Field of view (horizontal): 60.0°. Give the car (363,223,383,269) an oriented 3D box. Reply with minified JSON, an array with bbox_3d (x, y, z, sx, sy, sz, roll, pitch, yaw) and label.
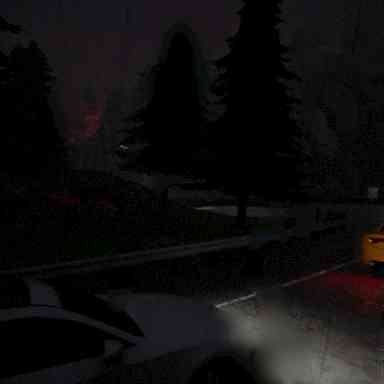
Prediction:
[{"bbox_3d":[6.921,1.474,10.105,5.008,1.535,1.882,0,0,-43],"label":"car"}]

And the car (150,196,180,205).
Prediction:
[{"bbox_3d":[-4.583,1.411,56.522,5.008,1.535,1.882,0,0,36],"label":"car"}]

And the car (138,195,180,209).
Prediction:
[{"bbox_3d":[-4.367,1.471,43.407,4.892,1.490,1.837,0,0,36],"label":"car"}]

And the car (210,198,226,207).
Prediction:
[{"bbox_3d":[2.871,1.569,51.138,4.718,1.301,1.895,0,0,36],"label":"car"}]

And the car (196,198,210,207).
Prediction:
[{"bbox_3d":[-0.502,1.511,49.247,5.357,1.411,2.033,0,0,36],"label":"car"}]

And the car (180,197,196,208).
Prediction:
[{"bbox_3d":[-2.553,1.512,46.410,5.357,1.411,2.033,0,0,36],"label":"car"}]

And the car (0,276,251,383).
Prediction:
[{"bbox_3d":[-1.565,1.527,2.898,4.674,1.442,1.812,0,0,-36],"label":"car"}]
